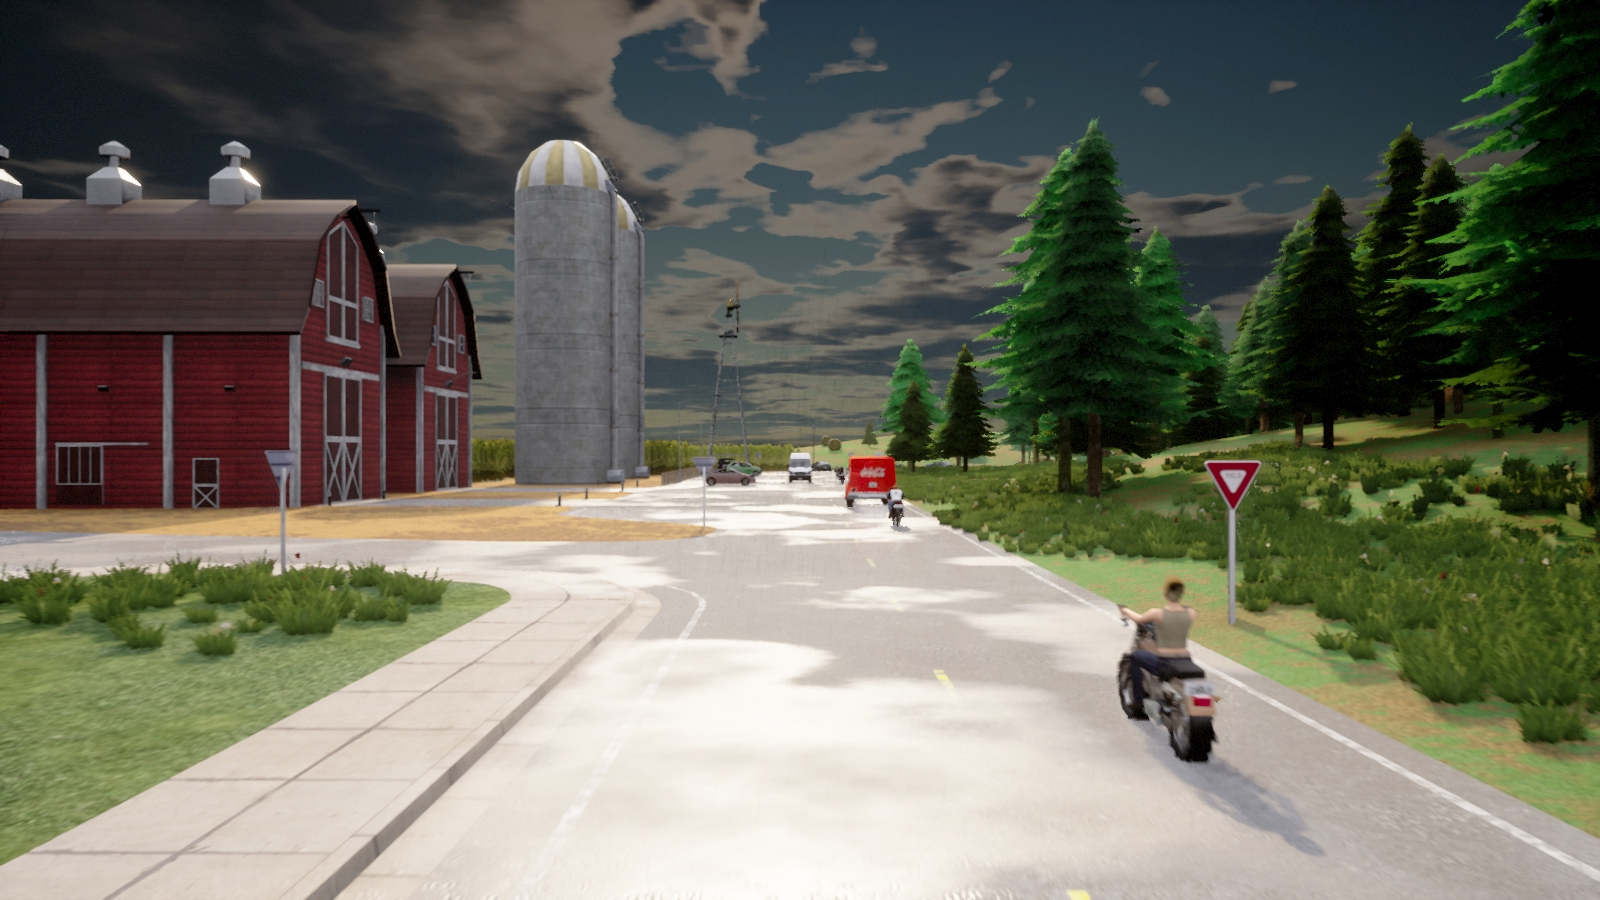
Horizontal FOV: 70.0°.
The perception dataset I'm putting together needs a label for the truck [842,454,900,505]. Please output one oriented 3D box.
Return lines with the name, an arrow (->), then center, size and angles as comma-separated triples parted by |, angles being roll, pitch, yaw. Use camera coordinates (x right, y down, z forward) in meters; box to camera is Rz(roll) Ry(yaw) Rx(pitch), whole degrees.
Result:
truck -> 3.515, 1.428, 57.575 | 2.627, 2.467, 5.204 | 0, 0, 0
